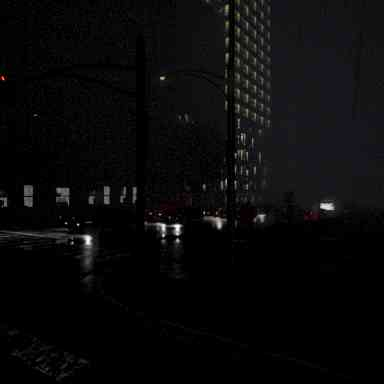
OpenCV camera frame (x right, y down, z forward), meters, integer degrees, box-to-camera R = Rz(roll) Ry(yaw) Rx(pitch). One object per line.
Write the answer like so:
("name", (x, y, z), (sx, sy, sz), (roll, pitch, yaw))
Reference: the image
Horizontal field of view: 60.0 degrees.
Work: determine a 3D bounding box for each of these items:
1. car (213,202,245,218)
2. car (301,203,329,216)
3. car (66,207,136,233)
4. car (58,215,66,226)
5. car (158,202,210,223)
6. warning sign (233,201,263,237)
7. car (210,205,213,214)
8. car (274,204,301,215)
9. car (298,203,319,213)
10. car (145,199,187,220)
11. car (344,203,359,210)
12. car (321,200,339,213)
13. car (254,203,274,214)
("car", (4.806, 1.998, 38.590), (2.097, 1.767, 4.553), (0, -1, 33))
("car", (16.517, 2.456, 44.499), (1.895, 1.301, 4.718), (0, -1, 33))
("car", (-5.652, 1.805, 22.384), (1.837, 1.490, 4.892), (0, -1, 33))
("car", (-7.669, 1.921, 25.250), (1.895, 1.301, 4.718), (0, -1, 33))
("car", (-0.597, 1.972, 30.221), (1.837, 1.490, 4.892), (0, -1, 33))
("warning sign", (3.139, 1.454, 18.545), (1.300, 1.860, 1.060), (1, 1, 33))
("car", (3.151, 2.278, 42.016), (1.895, 1.301, 4.718), (0, -1, 33))
("car", (13.650, 2.395, 46.054), (2.033, 1.411, 5.357), (0, -1, 33))
("car", (19.181, 2.576, 54.718), (2.033, 1.411, 5.357), (0, -1, 33))
("car", (-2.375, 1.717, 33.462), (2.150, 2.045, 5.566), (0, -1, 33))
("car", (31.493, 2.837, 65.718), (1.812, 1.442, 4.674), (0, -1, 33))
("car", (21.931, 2.254, 52.985), (2.150, 2.045, 5.566), (0, -1, 33))
("car", (10.331, 2.319, 47.098), (2.128, 1.511, 4.902), (0, -1, 33))
